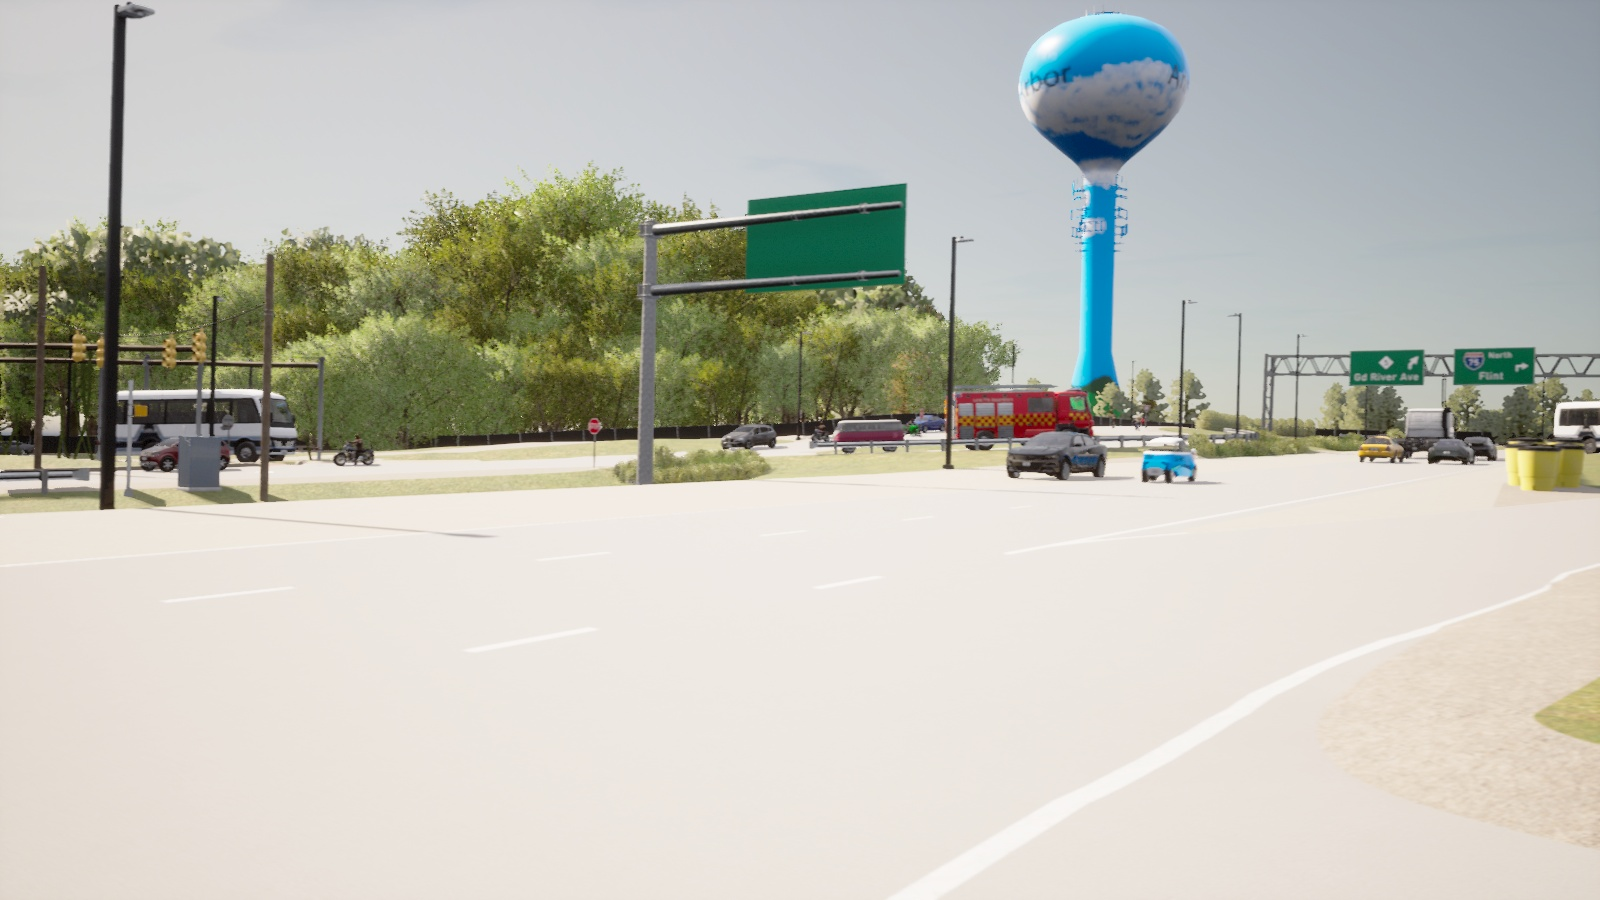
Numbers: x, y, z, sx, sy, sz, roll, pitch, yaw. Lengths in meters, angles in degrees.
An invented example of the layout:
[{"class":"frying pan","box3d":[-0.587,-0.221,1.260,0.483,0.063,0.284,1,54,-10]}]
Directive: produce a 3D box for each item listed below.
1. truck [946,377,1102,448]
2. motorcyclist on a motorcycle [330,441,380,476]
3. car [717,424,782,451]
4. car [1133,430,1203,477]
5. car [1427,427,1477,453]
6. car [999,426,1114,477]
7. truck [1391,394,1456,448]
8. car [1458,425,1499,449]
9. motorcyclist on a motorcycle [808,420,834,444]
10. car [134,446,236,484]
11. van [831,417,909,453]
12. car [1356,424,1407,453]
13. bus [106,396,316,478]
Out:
[{"class":"truck","box3d":[13.218,-2.179,74.282,8.468,3.827,2.891,-2,1,-9]},{"class":"motorcyclist on a motorcycle","box3d":[-22.510,0.410,63.524,0.766,1.649,2.350,0,2,35]},{"class":"car","box3d":[-3.557,-0.918,88.873,2.242,1.667,4.611,0,4,35]},{"class":"car","box3d":[11.390,0.091,38.815,1.481,1.376,2.207,0,2,34]},{"class":"car","box3d":[35.784,-0.553,68.896,1.994,1.385,4.181,0,1,34]},{"class":"car","box3d":[8.368,-0.006,40.590,1.882,1.535,5.008,0,1,34]},{"class":"truck","box3d":[41.878,-1.917,84.250,2.891,3.462,7.936,0,1,34]},{"class":"car","box3d":[43.242,-0.856,80.012,1.837,1.490,4.892,0,1,34]},{"class":"motorcyclist on a motorcycle","box3d":[1.593,-1.395,96.291,0.766,1.649,2.350,0,4,34]},{"class":"car","box3d":[-27.421,0.660,56.073,1.789,1.549,3.705,0,2,33]},{"class":"van","box3d":[4.230,-0.906,76.559,4.442,1.987,1.775,-3,0,-7]},{"class":"car","box3d":[32.790,-0.698,70.714,1.801,1.575,5.366,0,1,34]},{"class":"bus","box3d":[-33.343,-0.693,71.319,10.273,4.253,3.944,-1,0,8]}]
